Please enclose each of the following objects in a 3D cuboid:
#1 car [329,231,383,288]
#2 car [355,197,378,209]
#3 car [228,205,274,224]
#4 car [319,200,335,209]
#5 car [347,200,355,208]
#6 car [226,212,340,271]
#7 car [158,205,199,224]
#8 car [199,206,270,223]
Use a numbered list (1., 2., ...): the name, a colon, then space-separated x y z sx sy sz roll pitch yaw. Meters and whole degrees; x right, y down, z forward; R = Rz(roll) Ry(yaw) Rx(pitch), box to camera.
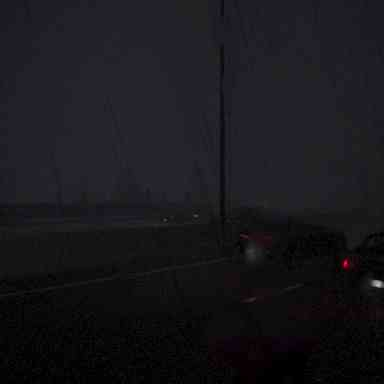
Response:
1. car: 5.662 1.706 8.639 4.718 1.301 1.895 1 -1 -41
2. car: 28.157 1.887 53.125 2.150 2.045 5.566 0 -1 37
3. car: 5.101 1.860 28.314 1.994 1.385 4.181 0 -1 40
4. car: 24.271 2.244 59.625 1.812 1.442 4.674 0 -1 37
5. car: 29.939 2.283 61.382 2.128 1.511 4.902 0 -1 36
6. car: 3.579 1.610 11.501 4.902 1.511 2.128 1 -1 -42
7. car: -0.263 1.802 27.447 2.033 1.411 5.357 0 -1 43
8. car: 2.961 1.682 20.790 1.882 1.535 5.008 0 -1 44
